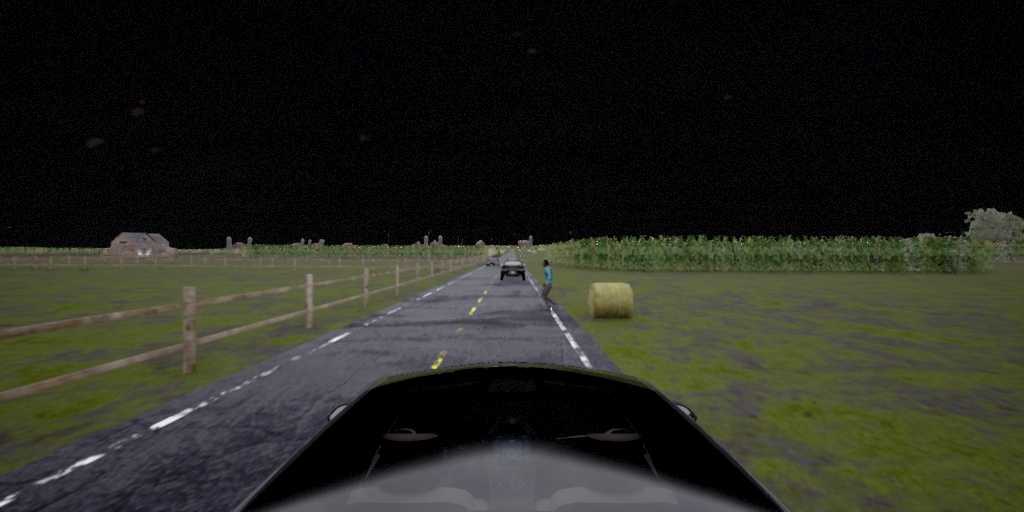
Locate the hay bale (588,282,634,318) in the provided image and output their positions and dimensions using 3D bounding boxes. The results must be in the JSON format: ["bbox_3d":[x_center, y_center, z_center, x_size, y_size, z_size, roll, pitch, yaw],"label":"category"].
[{"bbox_3d":[3.127,1.336,11.523,1.220,1.180,1.240,0,0,0],"label":"hay bale"}]

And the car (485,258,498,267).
[{"bbox_3d":[-2.806,0.910,52.625,1.994,1.385,4.181,0,1,0],"label":"car"}]

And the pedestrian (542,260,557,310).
[{"bbox_3d":[1.259,0.967,12.596,0.375,1.860,0.375,-1,1,-1],"label":"pedestrian"}]

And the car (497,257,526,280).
[{"bbox_3d":[0.078,1.028,28.704,1.882,1.535,5.008,0,1,0],"label":"car"}]
